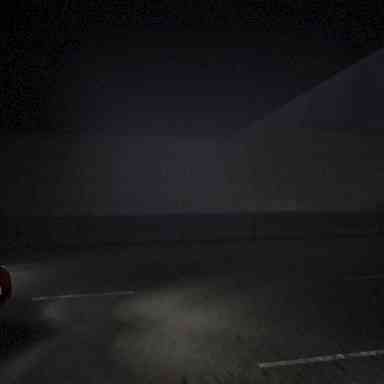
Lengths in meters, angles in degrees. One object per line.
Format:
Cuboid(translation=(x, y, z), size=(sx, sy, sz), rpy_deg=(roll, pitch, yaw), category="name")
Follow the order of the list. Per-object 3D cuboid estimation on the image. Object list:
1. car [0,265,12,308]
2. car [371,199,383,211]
Cuboid(translation=(-5.728, 1.246, 4.644), size=(5.566, 2.045, 2.150), rpy_deg=(-1, 0, -11), category="car")
Cuboid(translation=(21.419, 1.244, 35.169), size=(4.902, 1.511, 2.128), rpy_deg=(0, 0, -11), category="car")
